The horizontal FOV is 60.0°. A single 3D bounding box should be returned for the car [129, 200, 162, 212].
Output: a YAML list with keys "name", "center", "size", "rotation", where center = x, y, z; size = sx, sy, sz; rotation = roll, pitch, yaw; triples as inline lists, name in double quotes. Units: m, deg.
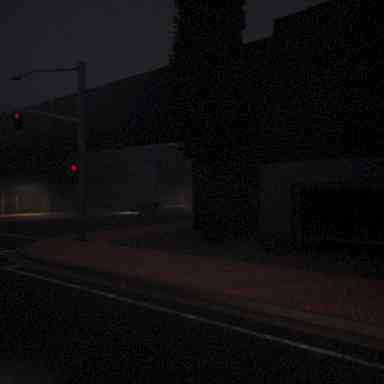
- name: "car"
  center: [-5.608, 1.676, 40.389]
  size: [1.994, 1.385, 4.181]
  rotation: [0, 0, 36]
